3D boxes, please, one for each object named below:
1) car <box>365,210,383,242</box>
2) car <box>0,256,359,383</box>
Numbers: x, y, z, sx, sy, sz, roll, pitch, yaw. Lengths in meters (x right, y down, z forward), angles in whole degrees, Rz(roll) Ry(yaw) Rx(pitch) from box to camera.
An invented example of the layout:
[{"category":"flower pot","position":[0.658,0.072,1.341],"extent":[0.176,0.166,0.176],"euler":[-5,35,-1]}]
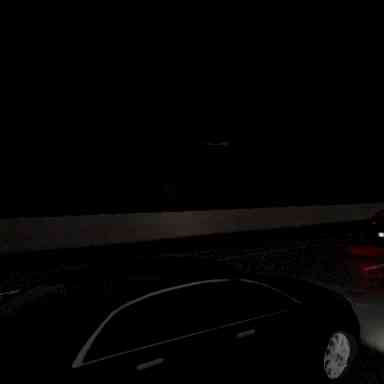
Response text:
[{"category":"car","position":[9.695,1.479,14.961],"extent":[4.892,1.490,1.837],"euler":[0,0,-36]},{"category":"car","position":[-0.052,1.502,3.705],"extent":[4.892,1.490,1.837],"euler":[0,0,-36]}]
